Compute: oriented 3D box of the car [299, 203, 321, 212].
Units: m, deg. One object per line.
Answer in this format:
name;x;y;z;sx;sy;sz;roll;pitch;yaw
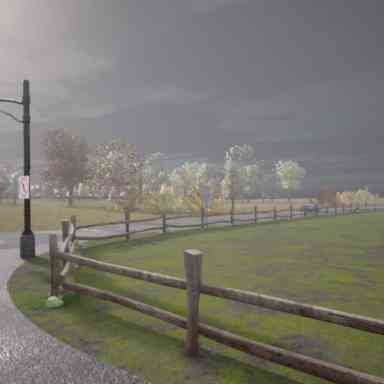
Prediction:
car;18.898;2.448;52.982;2.033;1.411;5.357;-1;-2;40
